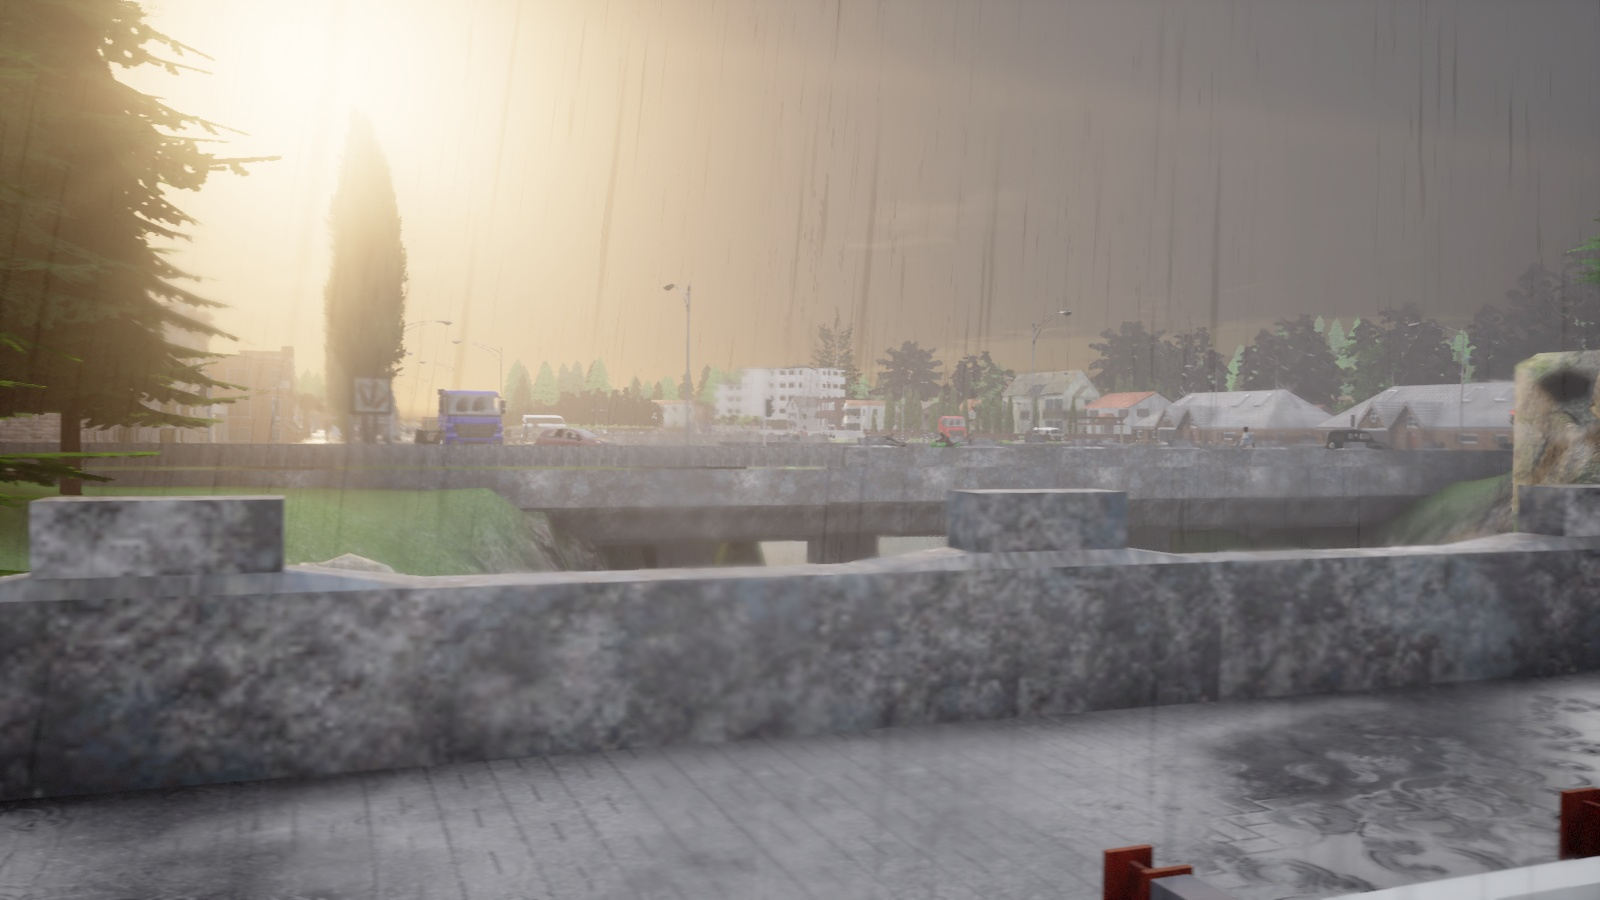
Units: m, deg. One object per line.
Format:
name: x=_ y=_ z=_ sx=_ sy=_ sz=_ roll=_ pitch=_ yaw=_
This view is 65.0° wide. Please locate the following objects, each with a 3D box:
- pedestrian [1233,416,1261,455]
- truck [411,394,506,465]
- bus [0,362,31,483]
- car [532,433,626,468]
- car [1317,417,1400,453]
pedestrian: x=21.079 y=-0.684 z=59.245 sx=0.900 sy=1.855 sz=0.874 roll=-1 pitch=1 yaw=-17
truck: x=-17.970 y=-1.059 z=65.723 sx=2.891 sy=3.462 sz=7.936 roll=-1 pitch=1 yaw=-29
bus: x=-33.386 y=-0.935 z=44.082 sx=10.273 sy=4.253 sz=3.944 roll=-1 pitch=1 yaw=-21
car: x=-9.783 y=0.013 z=55.620 sx=3.633 sy=1.501 sz=1.845 roll=0 pitch=1 yaw=21
car: x=30.322 y=-0.844 z=68.205 sx=3.866 sy=1.878 sz=1.905 roll=-1 pitch=1 yaw=-21
